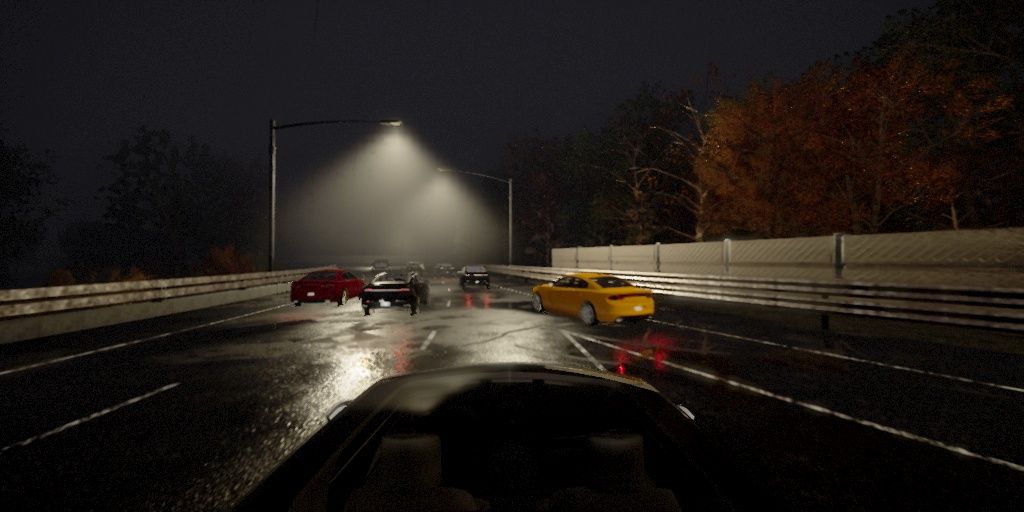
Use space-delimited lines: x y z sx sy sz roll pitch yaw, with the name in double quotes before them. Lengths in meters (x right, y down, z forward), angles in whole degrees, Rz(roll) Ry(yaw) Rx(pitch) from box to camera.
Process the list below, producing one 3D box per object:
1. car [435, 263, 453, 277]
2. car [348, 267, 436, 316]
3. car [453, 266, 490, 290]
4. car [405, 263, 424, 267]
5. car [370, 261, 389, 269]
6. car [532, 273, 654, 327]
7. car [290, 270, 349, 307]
"car" -8.012 1.609 42.023 2.128 1.511 4.902 0 -1 -21
"car" -4.401 1.355 14.058 2.128 1.511 4.902 0 -1 -7
"car" -2.700 1.450 24.798 2.128 1.511 4.902 0 -1 -12
"car" -11.591 1.622 41.740 1.837 1.490 4.892 0 -1 -22
"car" -14.395 1.589 39.356 2.128 1.511 4.902 0 -1 -21
"car" 2.466 1.320 12.225 1.882 1.535 5.008 0 0 -25
"car" -8.255 1.366 16.501 1.882 1.535 5.008 0 -1 -8
